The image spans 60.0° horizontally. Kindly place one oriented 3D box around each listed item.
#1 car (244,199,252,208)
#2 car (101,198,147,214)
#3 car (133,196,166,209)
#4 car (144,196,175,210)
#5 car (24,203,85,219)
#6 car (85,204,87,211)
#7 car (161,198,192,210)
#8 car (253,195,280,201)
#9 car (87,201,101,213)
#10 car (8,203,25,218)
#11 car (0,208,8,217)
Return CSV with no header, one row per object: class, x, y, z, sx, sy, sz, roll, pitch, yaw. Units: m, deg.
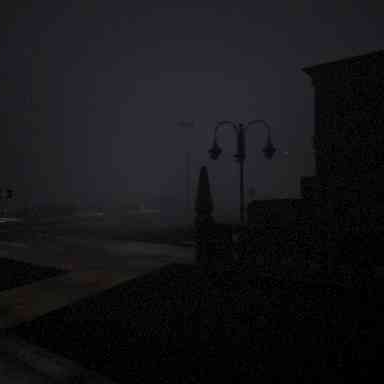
car,9.735,1.861,52.785,1.994,1.385,4.181,-1,-1,37
car,-8.428,1.885,41.727,1.882,1.535,5.008,-1,0,36
car,-6.995,1.719,55.559,2.150,2.045,5.566,-1,-1,36
car,-4.759,1.674,52.681,2.150,2.045,5.566,-1,-1,36
car,-13.987,1.900,34.109,2.128,1.511,4.902,-1,-1,36
car,-13.523,1.991,46.617,2.128,1.511,4.902,-1,-1,36
car,-2.069,2.007,50.426,1.895,1.301,4.718,-1,-1,36
car,11.580,1.473,49.394,2.150,2.045,5.566,-1,-1,39
car,-10.969,1.931,44.180,1.882,1.535,5.008,-1,-1,36
car,-16.845,1.981,36.126,1.812,1.442,4.674,-1,-1,36
car,-19.637,2.027,38.229,1.812,1.442,4.674,-1,-1,36
